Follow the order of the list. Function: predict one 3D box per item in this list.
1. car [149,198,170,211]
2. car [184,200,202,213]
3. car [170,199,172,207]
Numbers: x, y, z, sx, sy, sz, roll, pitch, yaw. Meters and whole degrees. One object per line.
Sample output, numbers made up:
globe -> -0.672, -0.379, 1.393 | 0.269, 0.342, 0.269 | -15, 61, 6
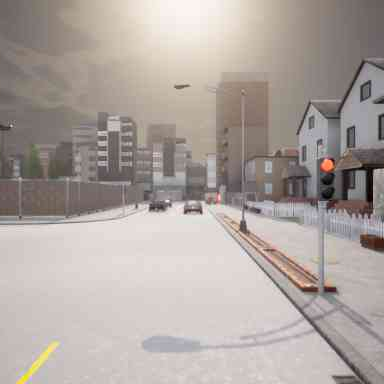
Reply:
car -> -4.092, 1.601, 40.470 | 1.895, 1.301, 4.718 | 0, 0, 0
car -> 0.114, 1.564, 36.314 | 1.994, 1.385, 4.181 | 0, 0, 0
car -> -4.078, 1.564, 50.539 | 1.994, 1.385, 4.181 | 0, 0, 0
